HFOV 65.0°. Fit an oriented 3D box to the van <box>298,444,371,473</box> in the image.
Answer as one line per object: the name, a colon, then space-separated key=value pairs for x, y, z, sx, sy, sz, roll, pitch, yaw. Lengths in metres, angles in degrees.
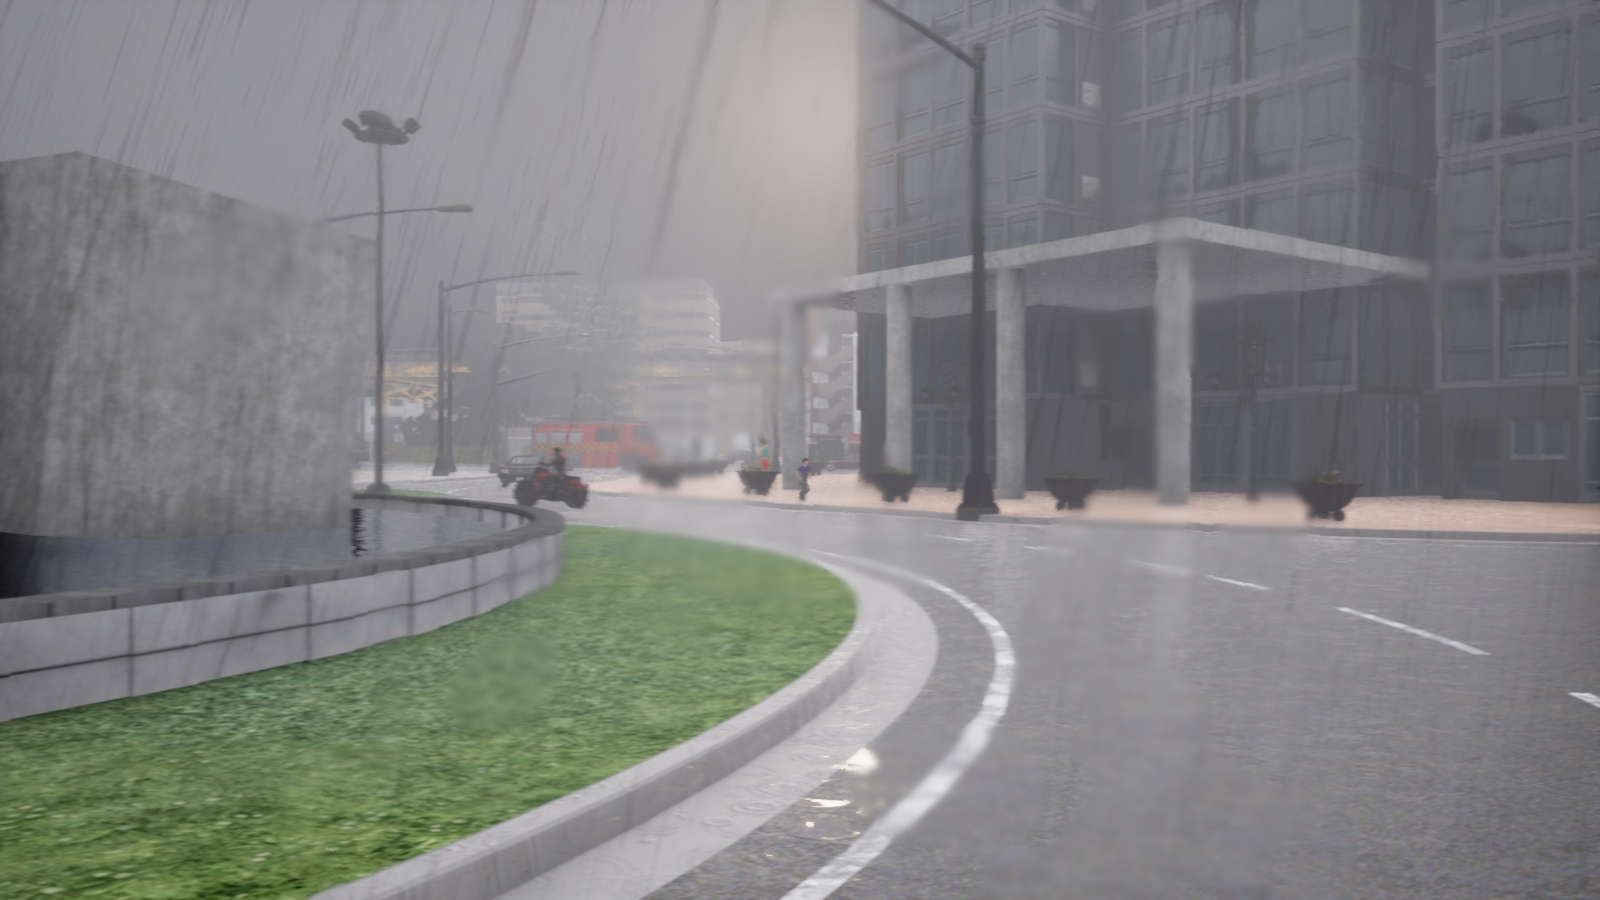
van: x=-33.238 y=0.591 z=89.763 sx=4.480 sy=2.038 sz=2.069 roll=0 pitch=0 yaw=3

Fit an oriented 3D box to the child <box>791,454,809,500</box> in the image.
child: x=-0.002 y=0.727 z=34.087 sx=0.437 sy=1.263 sz=0.270 roll=0 pitch=0 yaw=45

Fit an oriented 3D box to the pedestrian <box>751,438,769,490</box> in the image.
pedestrian: x=-1.427 y=0.482 z=44.520 sx=0.345 sy=1.836 sz=0.594 roll=0 pitch=0 yaw=-41

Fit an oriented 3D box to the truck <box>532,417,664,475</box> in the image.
truck: x=-13.657 y=-0.269 z=85.350 sx=8.468 sy=3.827 sz=2.891 roll=0 pitch=0 yaw=3

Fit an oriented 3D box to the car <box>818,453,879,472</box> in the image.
car: x=3.814 y=0.980 z=98.551 sx=4.792 sy=1.488 sz=2.163 roll=0 pitch=0 yaw=3

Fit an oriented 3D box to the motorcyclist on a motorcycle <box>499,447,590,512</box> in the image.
motorcyclist on a motorcycle: x=-6.650 y=0.750 z=32.594 sx=2.350 sy=1.649 sz=0.766 roll=0 pitch=0 yaw=28

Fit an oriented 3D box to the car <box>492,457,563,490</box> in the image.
car: x=-11.348 y=0.934 z=52.609 sx=1.895 sy=1.301 sz=4.718 roll=0 pitch=0 yaw=1
